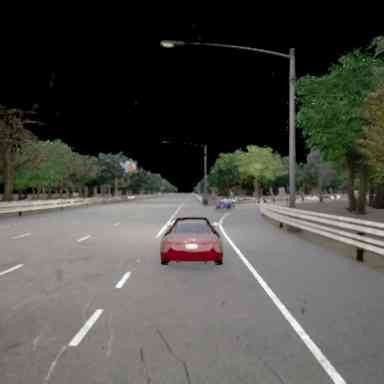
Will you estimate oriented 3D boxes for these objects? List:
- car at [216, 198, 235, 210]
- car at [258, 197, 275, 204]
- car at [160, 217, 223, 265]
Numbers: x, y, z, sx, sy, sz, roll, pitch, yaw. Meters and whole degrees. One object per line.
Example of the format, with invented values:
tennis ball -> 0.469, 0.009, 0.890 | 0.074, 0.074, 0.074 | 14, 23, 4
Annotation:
car -> 4.413, 1.567, 43.262 | 1.812, 1.442, 4.674 | 0, 0, 18
car -> 14.445, 1.630, 63.951 | 1.895, 1.301, 4.718 | 0, 0, 34
car -> 0.000, 1.576, 11.795 | 1.994, 1.385, 4.181 | 0, 0, 0
